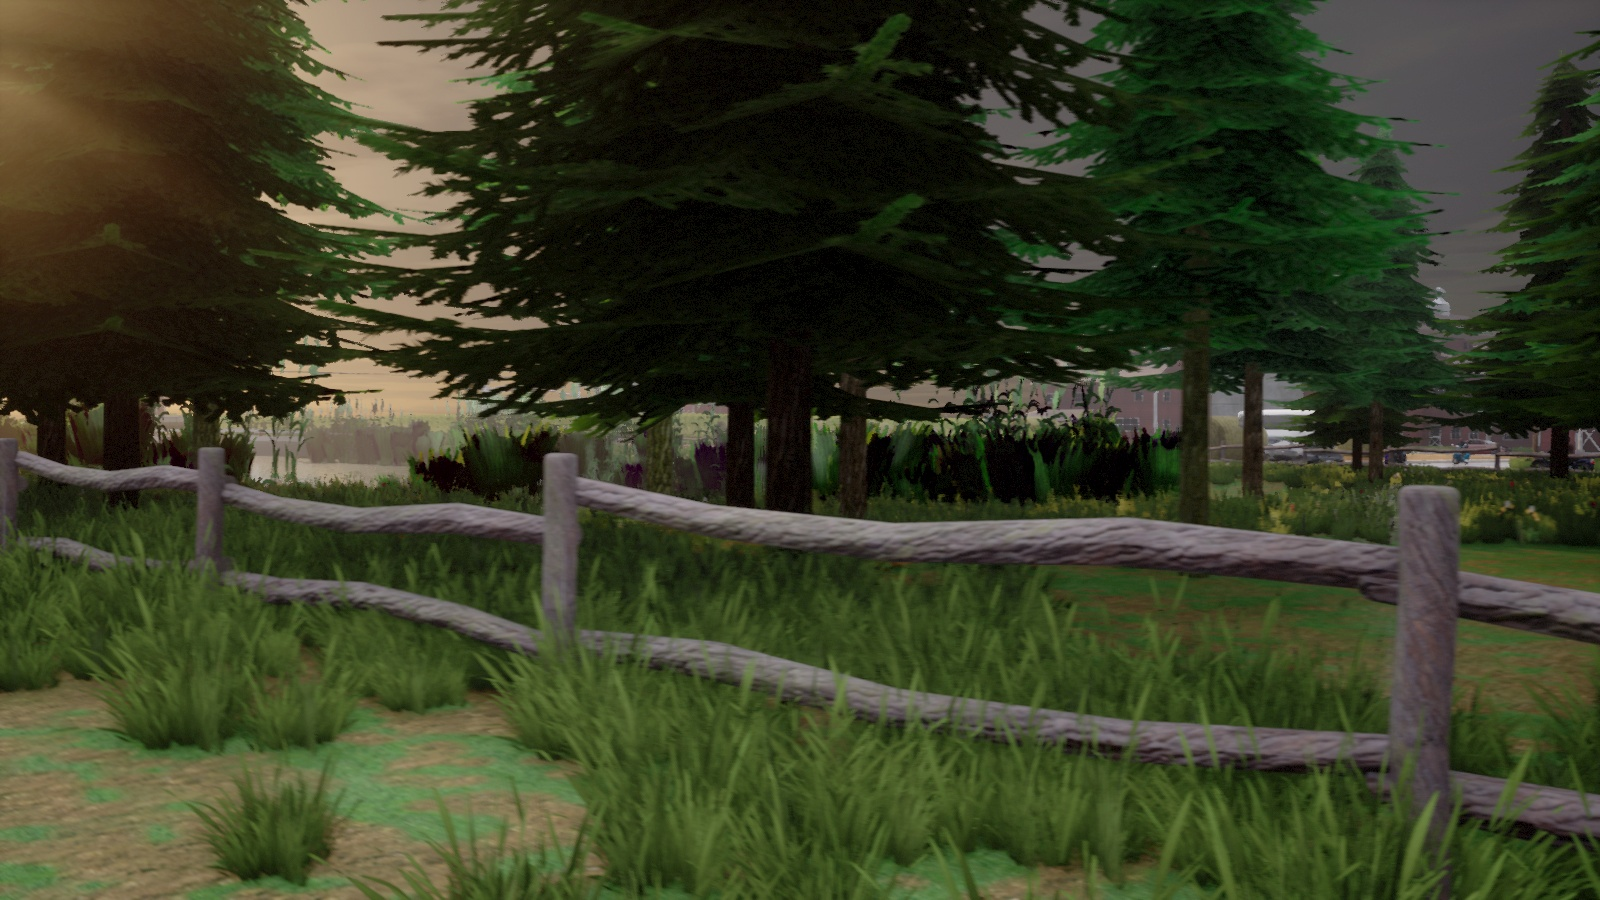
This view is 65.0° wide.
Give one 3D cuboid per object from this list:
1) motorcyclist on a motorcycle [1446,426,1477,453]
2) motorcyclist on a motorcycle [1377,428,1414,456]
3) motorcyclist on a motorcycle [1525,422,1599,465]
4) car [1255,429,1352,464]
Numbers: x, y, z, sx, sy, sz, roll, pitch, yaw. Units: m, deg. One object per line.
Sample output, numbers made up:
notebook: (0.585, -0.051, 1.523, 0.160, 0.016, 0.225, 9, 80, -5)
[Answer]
motorcyclist on a motorcycle: (38.635, -0.625, 73.371, 1.817, 1.590, 0.866, -1, 1, -35)
motorcyclist on a motorcycle: (32.903, -0.440, 69.363, 2.191, 1.530, 0.866, -1, 1, -35)
motorcyclist on a motorcycle: (29.471, -0.254, 48.572, 0.766, 1.649, 2.350, -1, 1, -32)
car: (21.923, -0.194, 54.859, 1.812, 1.442, 4.674, -1, 1, -8)
